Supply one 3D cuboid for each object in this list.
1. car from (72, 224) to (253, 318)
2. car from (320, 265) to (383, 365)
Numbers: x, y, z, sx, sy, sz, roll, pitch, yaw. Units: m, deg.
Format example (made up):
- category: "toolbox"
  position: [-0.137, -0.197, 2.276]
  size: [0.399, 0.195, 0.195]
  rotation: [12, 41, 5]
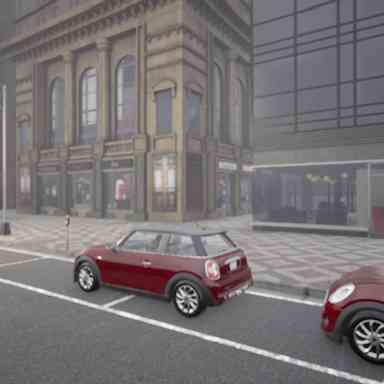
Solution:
- category: "car"
  position: [-0.819, 1.446, 7.481]
  size: [4.097, 1.590, 1.967]
  rotation: [0, 0, 33]
- category: "car"
  position: [3.889, 1.441, 4.378]
  size: [4.097, 1.590, 1.967]
  rotation: [0, 0, 33]
